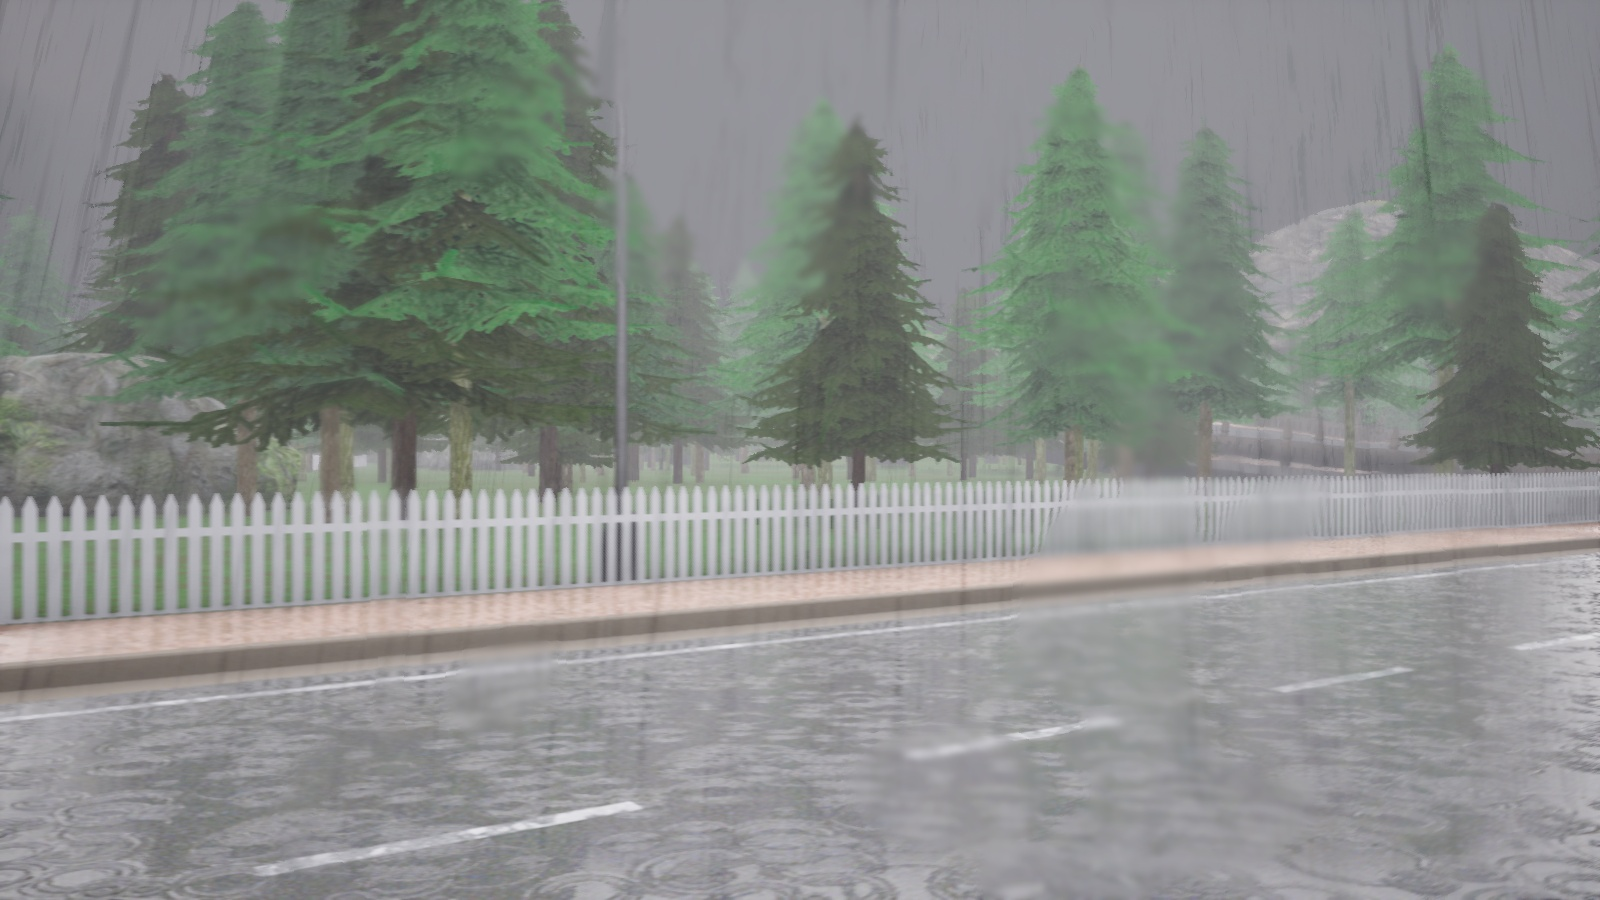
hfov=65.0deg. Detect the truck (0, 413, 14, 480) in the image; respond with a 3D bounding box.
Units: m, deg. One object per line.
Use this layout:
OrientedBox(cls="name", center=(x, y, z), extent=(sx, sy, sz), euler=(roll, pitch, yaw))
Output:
OrientedBox(cls="truck", center=(-48.737, -0.202, 69.465), extent=(2.891, 3.827, 8.468), euler=(0, 0, 34))
